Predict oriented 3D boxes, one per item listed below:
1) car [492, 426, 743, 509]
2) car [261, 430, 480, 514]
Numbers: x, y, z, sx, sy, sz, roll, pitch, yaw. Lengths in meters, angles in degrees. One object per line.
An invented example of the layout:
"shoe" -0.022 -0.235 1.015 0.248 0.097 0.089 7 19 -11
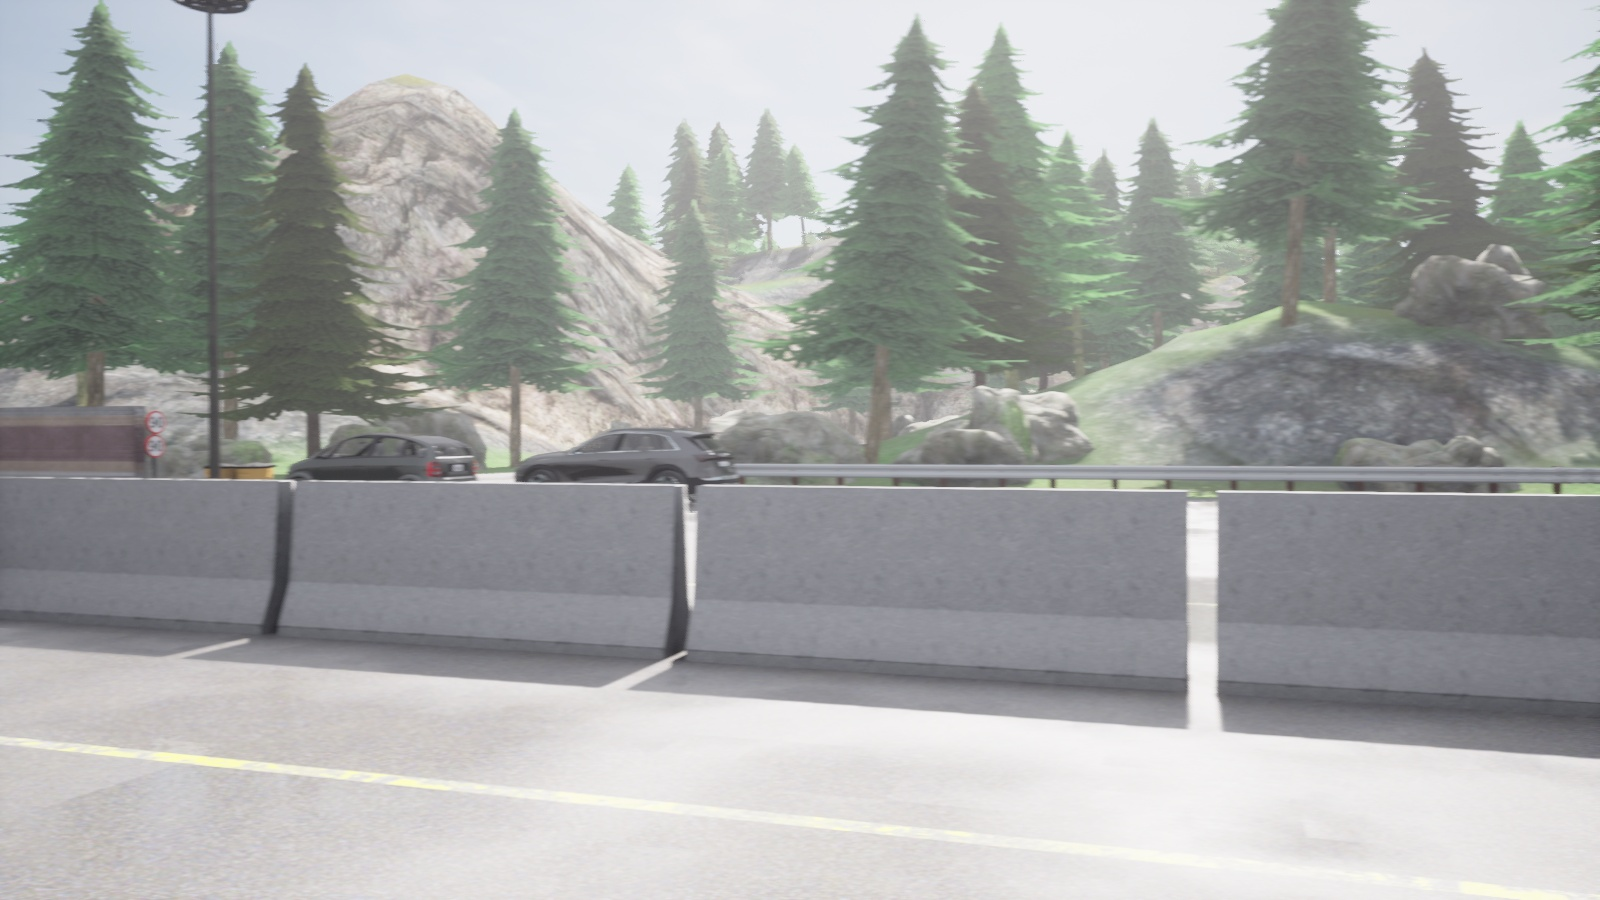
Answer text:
"car" -3.847 0.317 26.622 4.856 1.649 2.033 1 1 18
"car" -8.332 0.383 24.424 3.705 1.549 1.789 0 1 18
